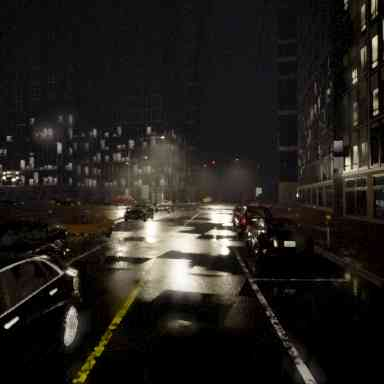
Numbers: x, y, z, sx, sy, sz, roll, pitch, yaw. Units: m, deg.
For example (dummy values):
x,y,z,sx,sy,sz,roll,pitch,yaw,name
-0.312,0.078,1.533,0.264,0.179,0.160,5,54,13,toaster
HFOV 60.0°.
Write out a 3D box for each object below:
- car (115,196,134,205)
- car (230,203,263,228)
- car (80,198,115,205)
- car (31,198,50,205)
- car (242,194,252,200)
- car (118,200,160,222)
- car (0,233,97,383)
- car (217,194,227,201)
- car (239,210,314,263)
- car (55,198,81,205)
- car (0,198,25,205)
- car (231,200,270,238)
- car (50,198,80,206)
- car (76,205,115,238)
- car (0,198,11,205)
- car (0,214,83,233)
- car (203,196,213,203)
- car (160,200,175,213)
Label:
x,y,z,sx,sy,sz,roll,pitch,yaw,name
-13.151,1.575,61.460,5.009,1.841,2.192,0,-1,15,car
3.666,1.557,23.211,1.887,1.381,4.507,1,0,5,car
-15.232,1.675,53.857,4.313,1.339,1.947,0,-1,15,car
-29.499,1.894,65.947,4.829,1.417,1.752,0,-1,15,car
12.603,1.440,76.045,2.192,1.841,5.009,1,0,15,car
-4.114,1.578,26.396,2.008,1.369,4.403,1,0,5,car
-2.649,1.507,3.363,1.837,1.490,4.892,0,0,1,car
8.166,1.530,89.894,2.192,1.841,5.009,1,0,16,car
2.981,1.571,11.902,1.947,1.339,4.313,1,0,2,car
-23.940,1.882,64.420,4.403,1.369,2.008,0,-1,15,car
-31.408,1.767,58.300,4.403,1.369,2.008,0,-1,15,car
3.275,1.449,17.582,1.967,1.590,4.097,1,0,4,car
-20.624,1.695,55.338,4.403,1.369,2.008,0,-1,15,car
-4.884,1.540,15.297,1.752,1.417,4.829,1,0,3,car
-40.124,1.989,68.866,4.403,1.369,2.008,0,-1,15,car
-5.116,1.574,9.973,1.947,1.339,4.313,1,0,2,car
3.602,1.675,73.806,1.752,1.417,4.829,1,0,14,car
-2.983,1.595,37.153,2.008,1.369,4.403,1,0,7,car
